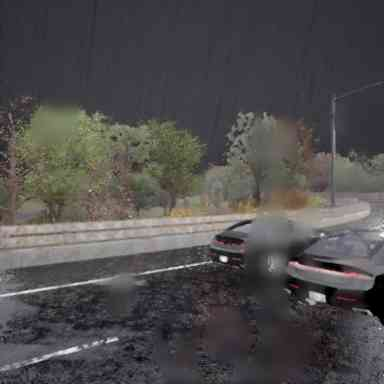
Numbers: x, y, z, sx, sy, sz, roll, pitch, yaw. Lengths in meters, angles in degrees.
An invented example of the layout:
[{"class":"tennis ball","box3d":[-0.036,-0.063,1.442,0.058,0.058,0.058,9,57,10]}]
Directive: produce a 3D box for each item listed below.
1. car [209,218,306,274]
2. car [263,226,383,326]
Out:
[{"class":"car","box3d":[2.721,1.600,10.633,4.892,1.490,1.837,1,0,-40]},{"class":"car","box3d":[3.981,1.567,7.133,4.902,1.511,2.128,1,-1,-39]}]
